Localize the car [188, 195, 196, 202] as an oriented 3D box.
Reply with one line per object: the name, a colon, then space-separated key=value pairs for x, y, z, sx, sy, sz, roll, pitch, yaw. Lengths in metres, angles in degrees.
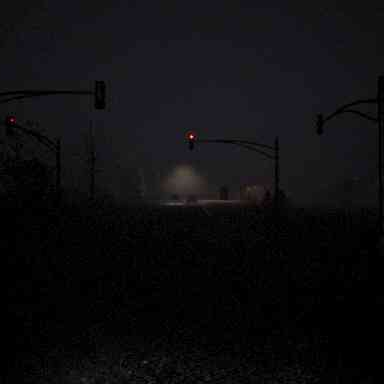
car: x=-0.055 y=1.435 z=78.061 sx=1.837 sy=1.490 sz=4.892 roll=0 pitch=0 yaw=0

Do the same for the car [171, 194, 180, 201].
car: x=-3.551 y=1.204 z=72.229 sx=1.837 sy=1.490 sz=4.892 roll=0 pitch=0 yaw=0

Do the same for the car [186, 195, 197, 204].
car: x=-0.048 y=1.432 z=68.026 sx=2.097 sy=1.767 sz=4.553 roll=0 pitch=0 yaw=0
